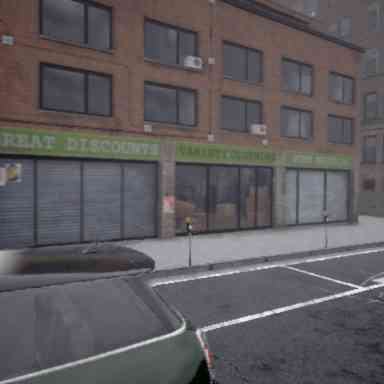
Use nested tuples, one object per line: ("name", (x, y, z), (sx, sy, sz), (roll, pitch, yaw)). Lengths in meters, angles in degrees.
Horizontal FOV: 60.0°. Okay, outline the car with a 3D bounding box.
("car", (-2.051, 1.262, 2.148), (4.553, 1.767, 2.097), (0, 1, -32))
